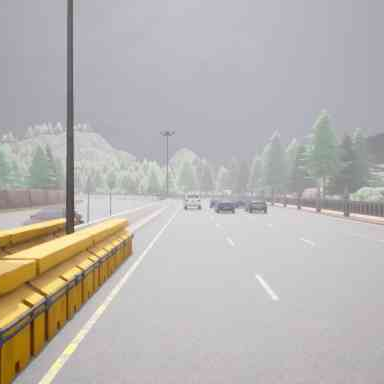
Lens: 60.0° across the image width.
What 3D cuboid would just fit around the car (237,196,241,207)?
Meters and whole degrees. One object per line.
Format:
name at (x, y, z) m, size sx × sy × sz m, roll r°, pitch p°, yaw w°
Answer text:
car at (7.015, 1.352, 46.952) m, size 2.097 × 1.767 × 4.553 m, roll 0°, pitch 0°, yaw 0°

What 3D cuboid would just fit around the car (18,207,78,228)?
car at (-7.082, 1.525, 17.113) m, size 1.812 × 1.442 × 4.674 m, roll 0°, pitch 0°, yaw 0°

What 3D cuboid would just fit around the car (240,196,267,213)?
car at (7.073, 1.491, 37.052) m, size 2.128 × 1.511 × 4.902 m, roll 0°, pitch 0°, yaw 0°

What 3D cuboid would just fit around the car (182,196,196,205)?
car at (-0.529, 1.491, 58.742) m, size 2.128 × 1.511 × 4.902 m, roll 0°, pitch 0°, yaw -5°

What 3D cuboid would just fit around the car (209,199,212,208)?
car at (3.523, 1.478, 47.485) m, size 1.882 × 1.535 × 5.008 m, roll 0°, pitch 0°, yaw 0°

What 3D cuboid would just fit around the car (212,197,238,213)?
car at (3.605, 1.478, 37.013) m, size 1.882 × 1.535 × 5.008 m, roll 0°, pitch 0°, yaw 0°

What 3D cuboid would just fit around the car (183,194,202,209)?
car at (0.097, 1.221, 44.316) m, size 2.150 × 2.045 × 5.566 m, roll 0°, pitch 0°, yaw 0°
